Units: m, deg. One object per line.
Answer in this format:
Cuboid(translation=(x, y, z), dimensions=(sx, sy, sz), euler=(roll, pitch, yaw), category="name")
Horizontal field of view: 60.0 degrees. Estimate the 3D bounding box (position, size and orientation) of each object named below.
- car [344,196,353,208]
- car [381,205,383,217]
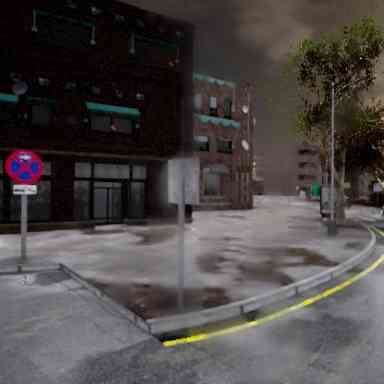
Cuboid(translation=(17.278, 1.077, 40.050), dimensions=(2.128, 1.511, 4.902), euler=(1, 1, -7), category="car")
Cuboid(translation=(16.631, 1.435, 26.378), dimensions=(1.837, 1.490, 4.892), euler=(1, 2, 12), category="car")
